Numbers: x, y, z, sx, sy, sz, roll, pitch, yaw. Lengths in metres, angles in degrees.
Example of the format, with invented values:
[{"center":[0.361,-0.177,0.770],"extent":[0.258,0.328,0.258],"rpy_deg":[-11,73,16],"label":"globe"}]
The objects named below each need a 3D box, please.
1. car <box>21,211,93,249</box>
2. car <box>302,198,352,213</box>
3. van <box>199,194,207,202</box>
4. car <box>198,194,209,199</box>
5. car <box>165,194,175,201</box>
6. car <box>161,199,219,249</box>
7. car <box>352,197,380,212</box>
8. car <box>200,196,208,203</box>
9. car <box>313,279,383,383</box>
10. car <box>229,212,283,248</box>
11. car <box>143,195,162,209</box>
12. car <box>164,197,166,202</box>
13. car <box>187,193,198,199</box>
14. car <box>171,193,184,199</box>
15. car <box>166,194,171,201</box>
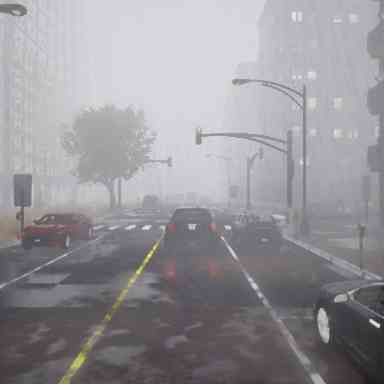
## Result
[{"center":[-5.691,1.546,14.498],"extent":[1.887,1.381,4.507],"rpy_deg":[0,0,0],"label":"car"},{"center":[13.425,1.355,33.904],"extent":[4.403,1.369,2.008],"rpy_deg":[-1,1,-1],"label":"car"},{"center":[2.688,1.417,80.024],"extent":[1.690,1.788,3.998],"rpy_deg":[0,0,0],"label":"van"},{"center":[2.689,1.623,68.978],"extent":[1.947,1.339,4.313],"rpy_deg":[0,0,0],"label":"car"},{"center":[-5.693,1.402,85.546],"extent":[2.192,1.841,5.009],"rpy_deg":[0,0,0],"label":"car"},{"center":[0.000,1.368,14.620],"extent":[2.097,1.767,4.553],"rpy_deg":[0,0,0],"label":"car"},{"center":[18.822,1.254,33.959],"extent":[4.829,1.417,1.752],"rpy_deg":[-1,1,-1],"label":"car"},{"center":[2.689,1.591,74.671],"extent":[1.752,1.417,4.829],"rpy_deg":[0,0,0],"label":"car"},{"center":[2.689,1.549,3.432],"extent":[2.008,1.369,4.403],"rpy_deg":[0,0,0],"label":"car"},{"center":[2.689,1.552,14.498],"extent":[2.008,1.369,4.403],"rpy_deg":[0,0,0],"label":"car"},{"center":[-5.692,1.343,46.887],"extent":[2.192,1.841,5.009],"rpy_deg":[0,0,0],"label":"car"},{"center":[-5.692,1.601,52.410],"extent":[1.947,1.339,4.313],"rpy_deg":[0,0,0],"label":"car"},{"center":[-0.001,1.173,72.492],"extent":[2.150,2.045,5.566],"rpy_deg":[0,0,0],"label":"car"},{"center":[-3.001,1.290,76.829],"extent":[2.150,2.045,5.566],"rpy_deg":[0,0,0],"label":"car"},{"center":[-5.692,1.642,80.024],"extent":[1.947,1.339,4.313],"rpy_deg":[0,0,0],"label":"car"}]
